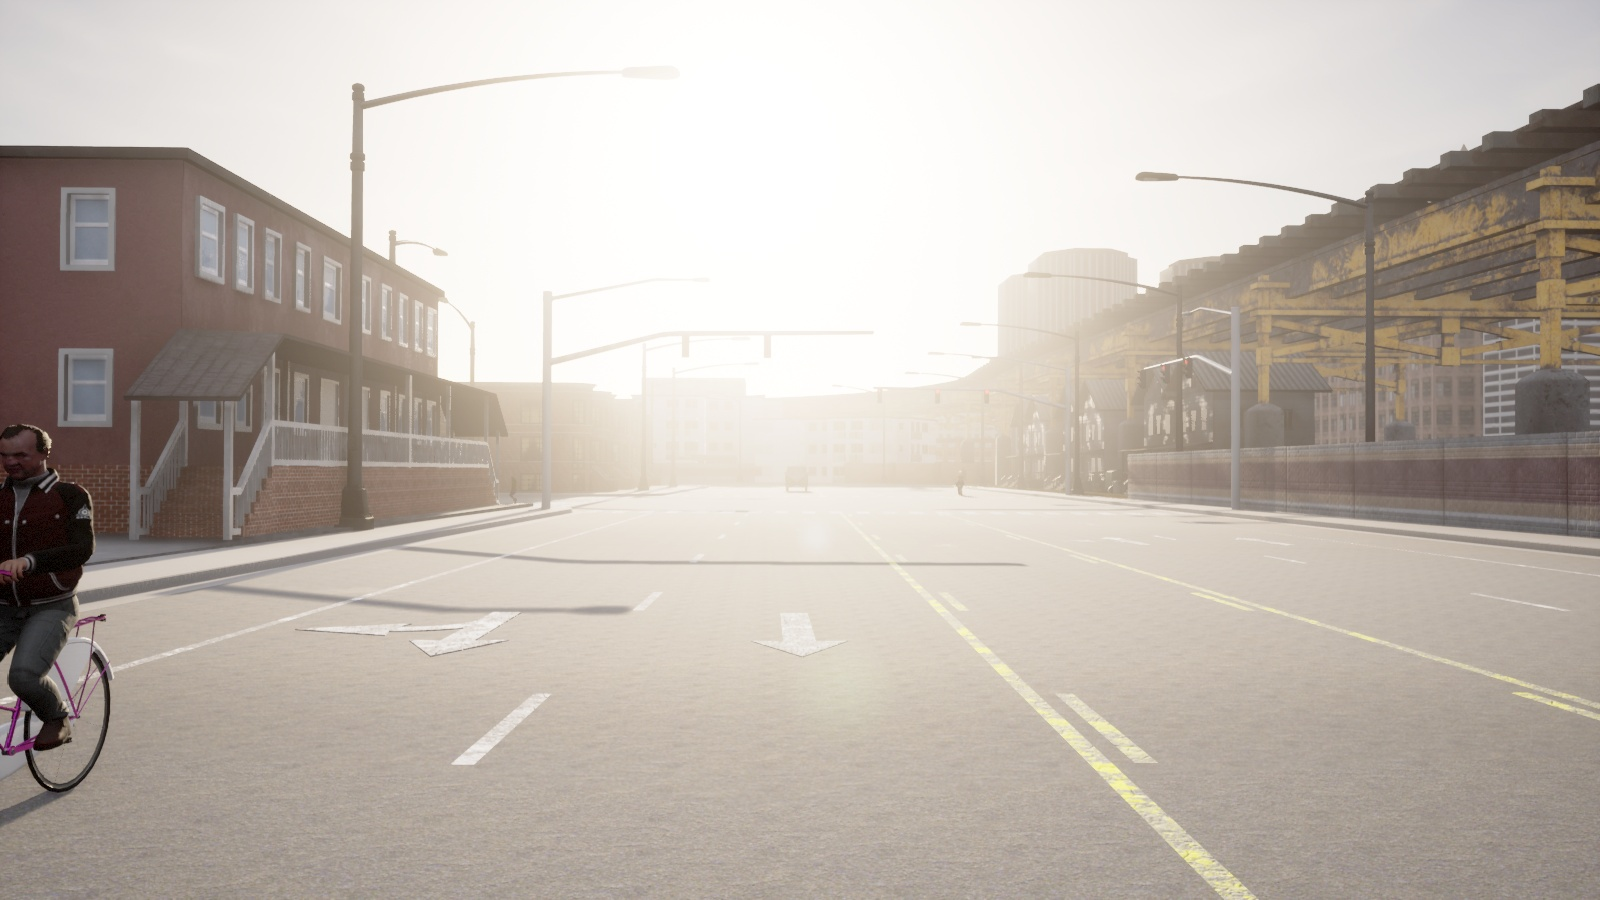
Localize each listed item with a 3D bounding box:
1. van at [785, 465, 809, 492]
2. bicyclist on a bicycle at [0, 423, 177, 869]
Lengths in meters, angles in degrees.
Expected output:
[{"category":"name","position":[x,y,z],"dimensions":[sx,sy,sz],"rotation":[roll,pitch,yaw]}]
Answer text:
[{"category":"van","position":[-0.225,2.165,95.913],"dimensions":[1.775,1.987,4.442],"rotation":[0,-1,0]},{"category":"bicyclist on a bicycle","position":[-3.514,0.791,5.488],"dimensions":[0.659,1.776,1.843],"rotation":[0,-1,0]}]
